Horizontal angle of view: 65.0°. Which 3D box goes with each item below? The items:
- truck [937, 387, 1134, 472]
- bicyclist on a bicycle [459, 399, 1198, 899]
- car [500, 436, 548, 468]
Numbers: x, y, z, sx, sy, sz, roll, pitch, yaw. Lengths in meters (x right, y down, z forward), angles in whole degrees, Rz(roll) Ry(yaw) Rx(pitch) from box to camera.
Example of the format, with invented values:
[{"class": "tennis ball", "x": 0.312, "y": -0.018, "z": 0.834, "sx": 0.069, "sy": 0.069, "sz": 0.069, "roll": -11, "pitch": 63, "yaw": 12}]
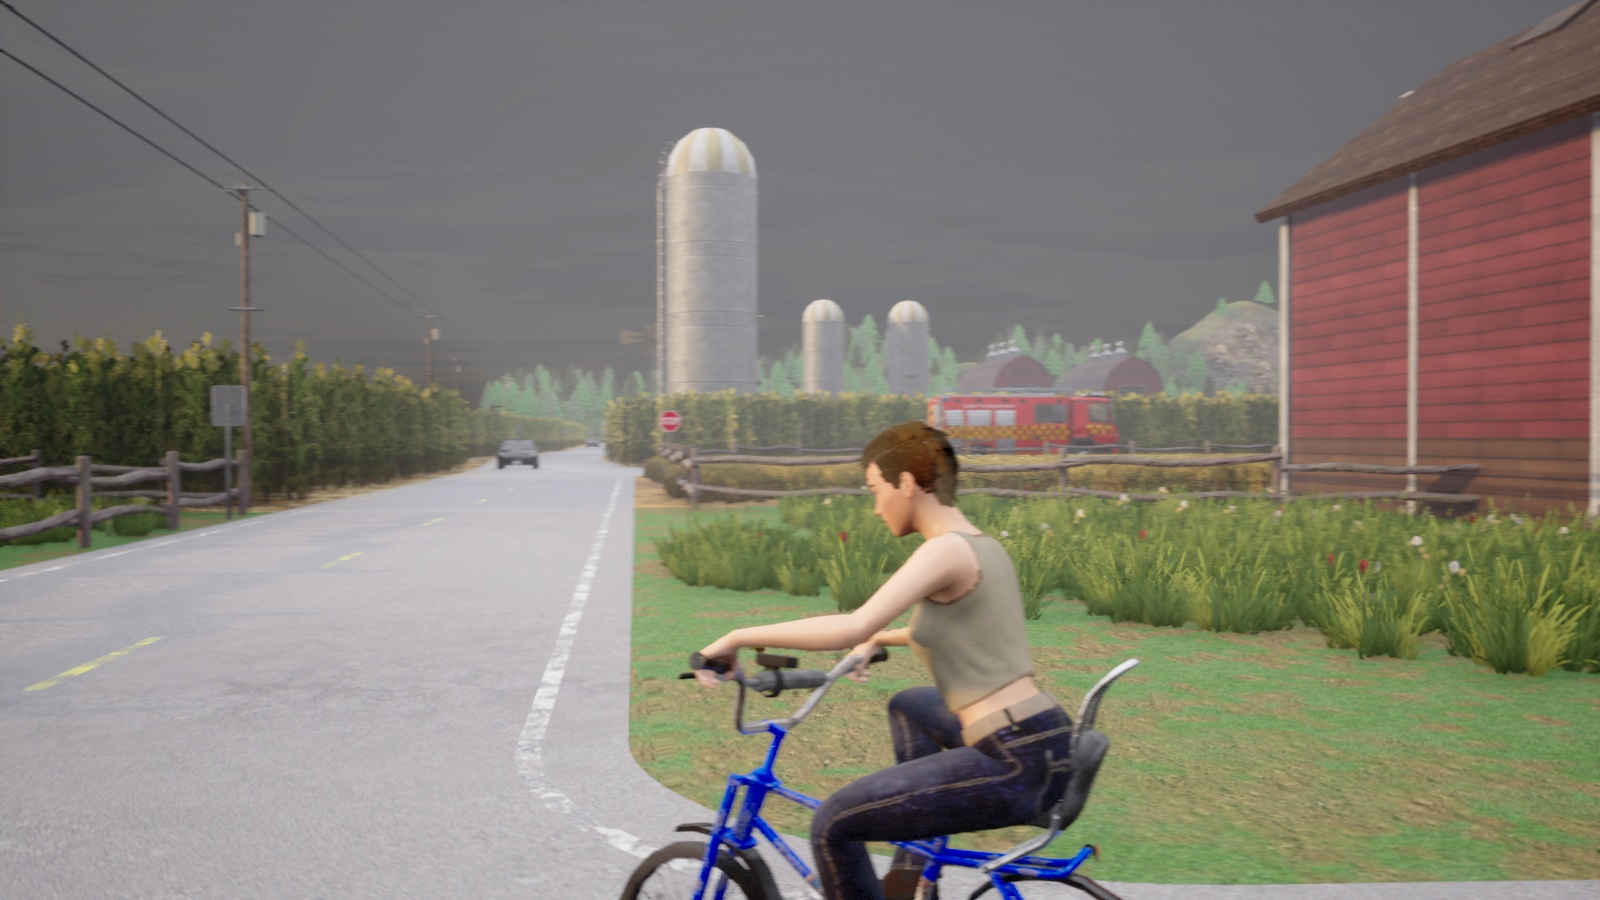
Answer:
[{"class": "truck", "x": 10.876, "y": -0.920, "z": 58.384, "sx": 8.468, "sy": 3.827, "sz": 2.891, "roll": 0, "pitch": 1, "yaw": -7}, {"class": "bicyclist on a bicycle", "x": 0.087, "y": 0.733, "z": 2.997, "sx": 1.509, "sy": 1.612, "sz": 0.866, "roll": 1, "pitch": -4, "yaw": 26}, {"class": "car", "x": -13.646, "y": 0.063, "z": 62.267, "sx": 2.163, "sy": 1.488, "sz": 4.792, "roll": 0, "pitch": 1, "yaw": -10}]
